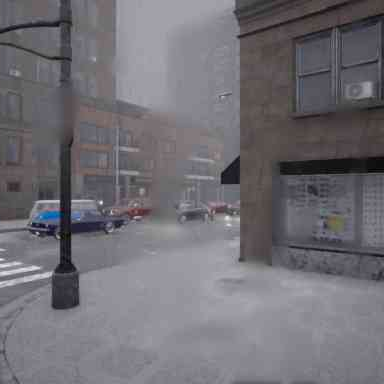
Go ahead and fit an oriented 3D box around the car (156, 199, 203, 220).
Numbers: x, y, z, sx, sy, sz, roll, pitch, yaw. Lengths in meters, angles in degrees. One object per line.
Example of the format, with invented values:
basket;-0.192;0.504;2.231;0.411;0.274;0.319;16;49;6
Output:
car;-1.002;1.466;28.829;1.967;1.590;4.097;0;0;36

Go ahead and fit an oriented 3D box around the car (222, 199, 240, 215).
car;5.323;1.384;32.857;2.097;1.767;4.553;0;0;36

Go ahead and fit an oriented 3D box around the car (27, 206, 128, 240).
car;-5.920;1.617;17.353;1.895;1.301;4.718;0;0;37

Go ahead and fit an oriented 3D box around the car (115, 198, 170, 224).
car;-4.279;1.337;24.293;2.192;1.841;5.009;0;0;36

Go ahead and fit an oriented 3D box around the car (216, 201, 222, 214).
car;2.276;1.575;33.364;1.887;1.381;4.507;0;0;36

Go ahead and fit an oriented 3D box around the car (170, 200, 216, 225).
car;-0.449;1.529;24.883;1.837;1.490;4.892;0;0;36

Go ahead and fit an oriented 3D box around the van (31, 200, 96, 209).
van;-7.556;1.358;19.757;1.690;1.788;3.998;0;0;36
